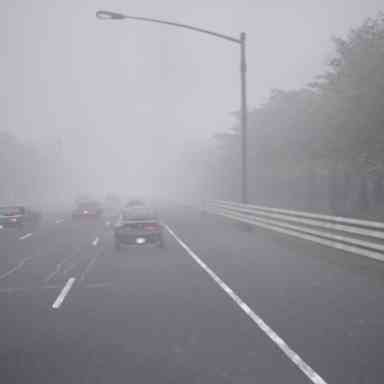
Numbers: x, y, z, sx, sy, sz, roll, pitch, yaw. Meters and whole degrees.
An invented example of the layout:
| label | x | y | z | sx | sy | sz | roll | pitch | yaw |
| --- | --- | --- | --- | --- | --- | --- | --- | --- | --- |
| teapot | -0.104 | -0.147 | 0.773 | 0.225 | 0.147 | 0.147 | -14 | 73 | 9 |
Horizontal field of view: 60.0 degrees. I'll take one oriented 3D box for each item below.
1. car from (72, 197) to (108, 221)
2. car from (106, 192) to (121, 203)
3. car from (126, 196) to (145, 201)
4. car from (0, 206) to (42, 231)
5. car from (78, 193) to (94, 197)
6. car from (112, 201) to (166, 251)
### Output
| label | x | y | z | sx | sy | sz | roll | pitch | yaw |
| --- | --- | --- | --- | --- | --- | --- | --- | --- | --- |
| car | -7.789 | 1.342 | 25.223 | 1.994 | 1.385 | 4.181 | -1 | 1 | -10 |
| car | -12.153 | 0.848 | 51.502 | 2.097 | 1.767 | 4.553 | -1 | 1 | -9 |
| car | -5.821 | 1.161 | 34.266 | 1.812 | 1.442 | 4.674 | -1 | 1 | -9 |
| car | -10.322 | 1.488 | 19.494 | 1.895 | 1.301 | 4.718 | -1 | 1 | -10 |
| car | -14.992 | 0.943 | 47.006 | 2.097 | 1.767 | 4.553 | -1 | 1 | -9 |
| car | -2.162 | 1.358 | 13.626 | 1.837 | 1.490 | 4.892 | -1 | 1 | -10 |
